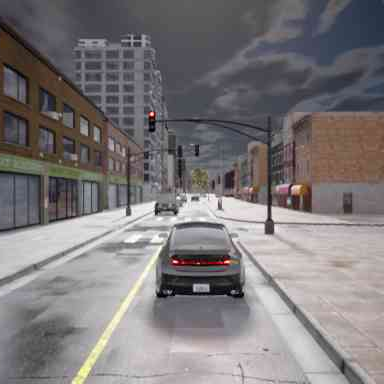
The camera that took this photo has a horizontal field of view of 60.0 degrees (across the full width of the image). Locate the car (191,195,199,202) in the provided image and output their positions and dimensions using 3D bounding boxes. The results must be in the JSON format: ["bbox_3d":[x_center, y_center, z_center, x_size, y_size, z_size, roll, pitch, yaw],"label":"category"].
[{"bbox_3d":[0.724,1.432,75.097,1.837,1.490,4.892,0,0,1],"label":"car"}]

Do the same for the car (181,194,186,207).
[{"bbox_3d":[-2.371,1.463,50.080,2.128,1.511,4.902,0,0,1],"label":"car"}]

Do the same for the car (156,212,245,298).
[{"bbox_3d":[0.174,1.502,8.485,1.837,1.490,4.892,0,0,0],"label":"car"}]

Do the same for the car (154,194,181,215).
[{"bbox_3d":[-2.515,1.207,33.463,2.150,2.045,5.566,0,0,0],"label":"car"}]
